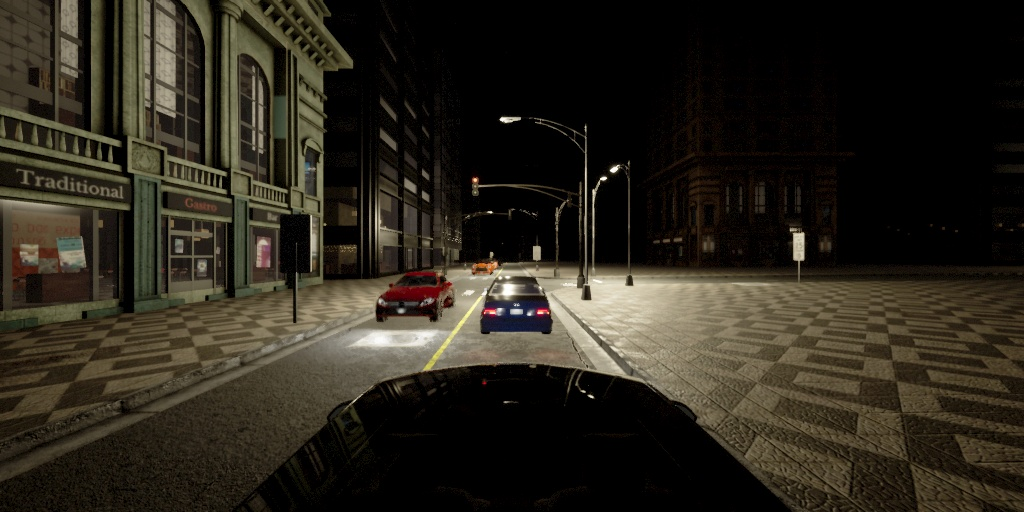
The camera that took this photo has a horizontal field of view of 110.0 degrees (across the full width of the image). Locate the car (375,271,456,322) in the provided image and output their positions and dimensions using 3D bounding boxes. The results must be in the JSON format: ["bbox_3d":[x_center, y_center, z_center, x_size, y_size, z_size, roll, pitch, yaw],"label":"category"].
[{"bbox_3d":[-3.103,1.275,12.385,1.812,1.442,4.674,0,0,0],"label":"car"}]

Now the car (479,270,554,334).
[{"bbox_3d":[0.096,1.297,10.547,2.033,1.411,5.357,0,0,0],"label":"car"}]

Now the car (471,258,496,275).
[{"bbox_3d":[-3.089,1.106,38.162,2.097,1.767,4.553,0,0,-1],"label":"car"}]

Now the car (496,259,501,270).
[{"bbox_3d":[-3.109,1.107,52.285,2.097,1.767,4.553,0,0,0],"label":"car"}]
